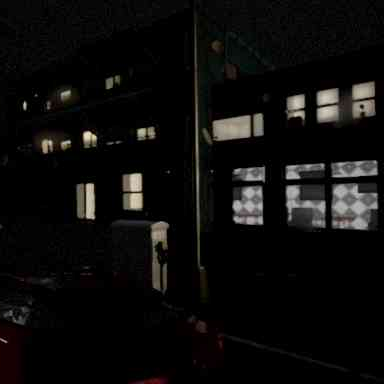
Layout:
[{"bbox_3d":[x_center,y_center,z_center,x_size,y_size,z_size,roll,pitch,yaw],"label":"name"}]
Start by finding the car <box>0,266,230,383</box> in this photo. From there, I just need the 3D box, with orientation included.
[{"bbox_3d":[-1.573,1.586,3.987,4.206,1.307,1.802,0,-1,35],"label":"car"}]
